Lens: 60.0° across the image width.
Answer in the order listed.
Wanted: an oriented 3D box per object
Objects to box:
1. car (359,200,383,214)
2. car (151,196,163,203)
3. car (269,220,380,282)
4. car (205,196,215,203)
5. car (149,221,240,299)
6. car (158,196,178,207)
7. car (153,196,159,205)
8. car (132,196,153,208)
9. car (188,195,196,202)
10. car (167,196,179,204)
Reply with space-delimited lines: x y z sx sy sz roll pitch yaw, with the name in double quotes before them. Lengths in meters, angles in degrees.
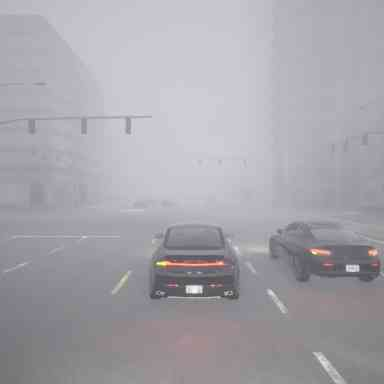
"car" 20.858 1.547 35.520 5.357 1.411 2.033 0 0 1
"car" -6.997 1.564 67.466 1.994 1.385 4.181 0 0 1
"car" 3.567 1.526 9.664 1.812 1.442 4.674 0 0 0
"car" 3.620 1.504 67.486 1.837 1.490 4.892 0 0 0
"car" 0.061 1.505 8.409 1.837 1.490 4.892 0 0 0
"car" -3.560 1.477 50.475 1.882 1.535 5.008 0 0 0
"car" -7.060 1.477 57.341 1.882 1.535 5.008 0 0 0
"car" -7.097 1.601 46.830 1.895 1.301 4.718 0 0 1
"car" 0.025 1.364 73.917 2.128 1.511 4.902 0 0 0
"car" -3.525 1.547 62.731 2.033 1.411 5.357 0 0 0
